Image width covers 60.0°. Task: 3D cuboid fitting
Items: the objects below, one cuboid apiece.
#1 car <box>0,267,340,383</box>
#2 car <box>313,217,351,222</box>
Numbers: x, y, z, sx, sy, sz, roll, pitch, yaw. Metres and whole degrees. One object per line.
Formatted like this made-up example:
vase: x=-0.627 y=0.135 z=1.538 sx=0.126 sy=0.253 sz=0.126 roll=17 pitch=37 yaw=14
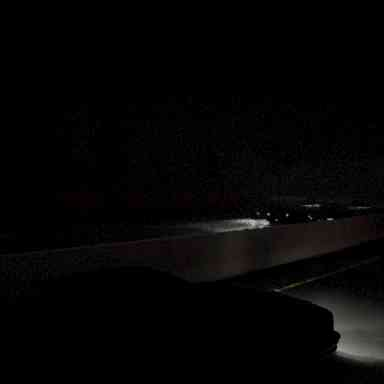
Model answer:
car: x=-0.682 y=1.561 z=3.408 sx=5.357 sy=1.411 sz=2.033 roll=0 pitch=0 yaw=-37
car: x=9.547 y=1.615 z=22.713 sx=1.837 sy=1.490 sz=4.892 roll=0 pitch=0 yaw=41
